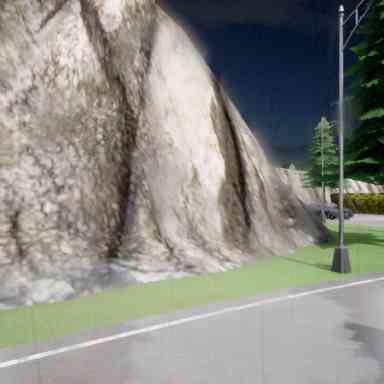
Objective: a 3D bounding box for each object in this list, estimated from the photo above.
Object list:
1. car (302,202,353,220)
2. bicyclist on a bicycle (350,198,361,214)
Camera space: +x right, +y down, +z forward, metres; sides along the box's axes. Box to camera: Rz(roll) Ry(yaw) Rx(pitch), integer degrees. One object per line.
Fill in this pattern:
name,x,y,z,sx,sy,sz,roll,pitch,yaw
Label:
car,11.298,1.562,27.959,1.994,1.385,4.181,0,0,-27
bicyclist on a bicycle,16.381,1.453,33.343,1.656,1.620,0.582,0,0,-28
